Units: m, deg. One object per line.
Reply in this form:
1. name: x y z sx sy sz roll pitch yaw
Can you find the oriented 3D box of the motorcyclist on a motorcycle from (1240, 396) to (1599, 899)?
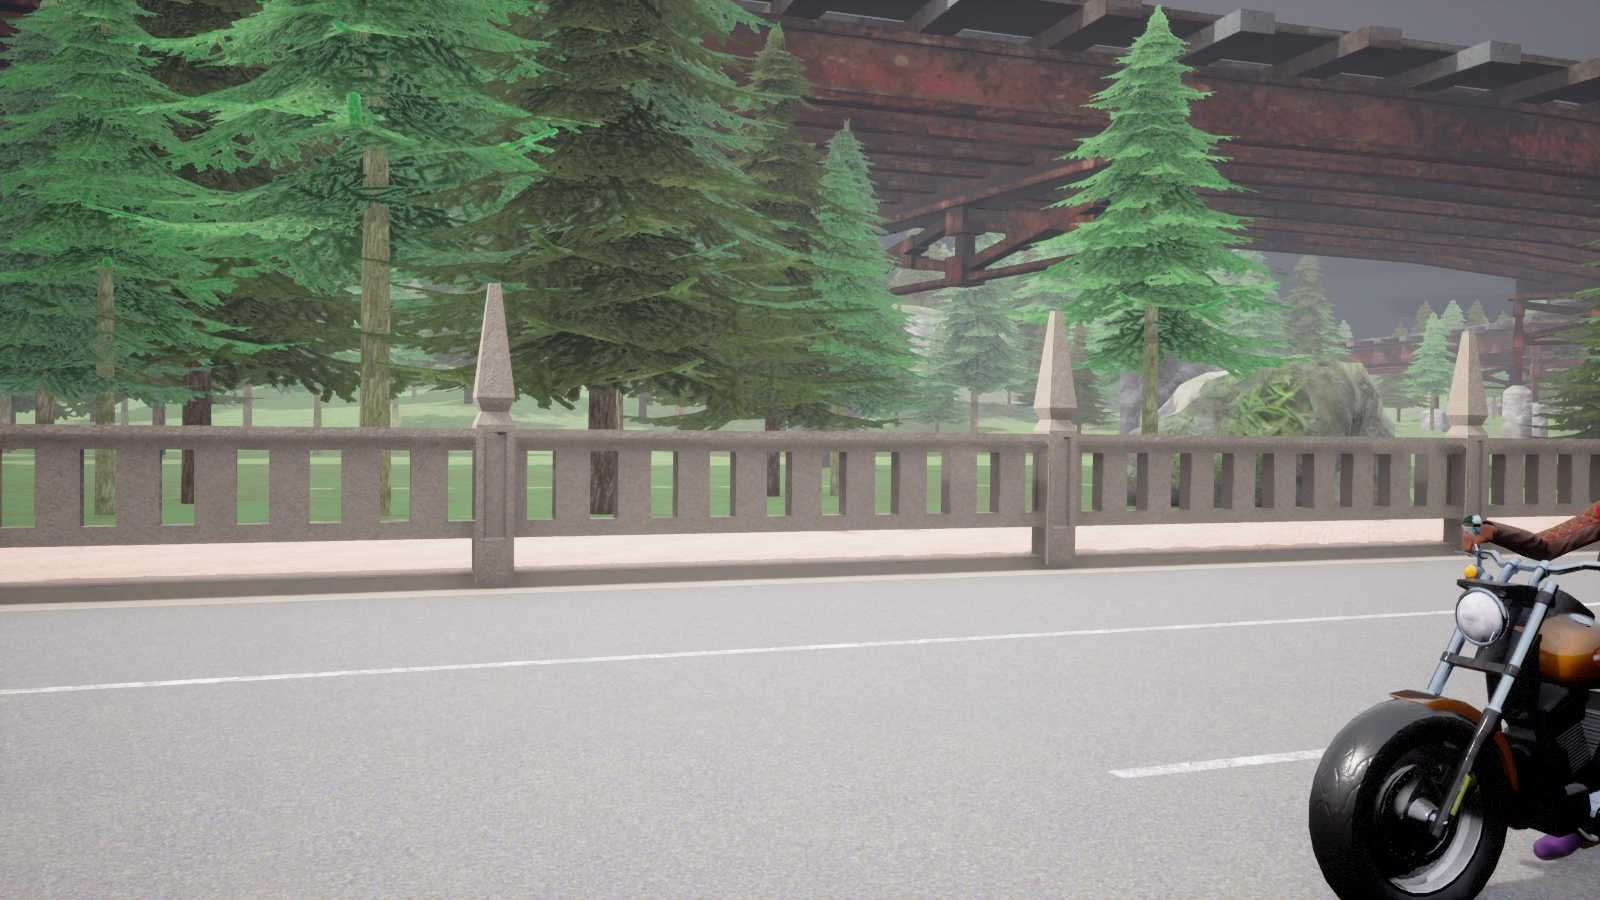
1. motorcyclist on a motorcycle: 2.716 0.650 4.271 2.350 1.649 0.766 -1 1 -21
